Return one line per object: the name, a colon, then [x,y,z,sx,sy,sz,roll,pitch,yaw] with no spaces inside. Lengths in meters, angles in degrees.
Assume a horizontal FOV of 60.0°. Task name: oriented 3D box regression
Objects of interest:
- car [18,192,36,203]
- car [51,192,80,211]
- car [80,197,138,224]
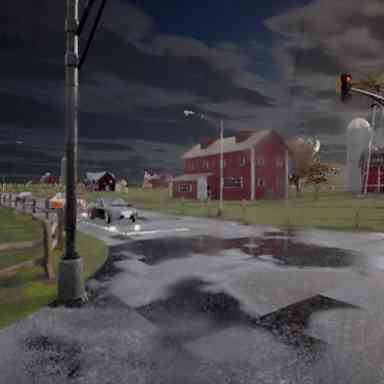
car: [-23.703,0.713,47.589,1.812,1.442,4.674,0,0,-35]
car: [-10.901,0.830,29.289,2.097,1.767,4.553,0,0,-35]
car: [-5.125,1.099,21.093,2.128,1.511,4.902,0,1,-35]
